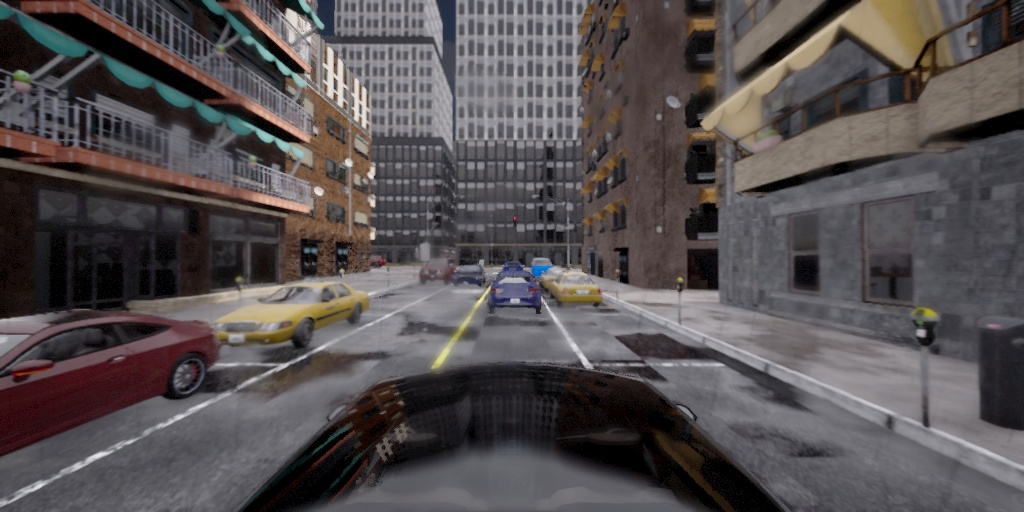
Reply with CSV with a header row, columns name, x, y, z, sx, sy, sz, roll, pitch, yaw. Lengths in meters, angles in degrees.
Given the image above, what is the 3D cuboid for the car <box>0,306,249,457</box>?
name,x,y,z,sx,sy,sz,roll,pitch,yaw
car,-5.314,1.331,3.862,1.802,1.307,4.207,0,0,0

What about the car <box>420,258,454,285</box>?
name,x,y,z,sx,sy,sz,roll,pitch,yaw
car,-5.309,1.051,26.424,2.192,1.841,5.009,0,0,0

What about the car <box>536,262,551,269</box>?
name,x,y,z,sx,sy,sz,roll,pitch,yaw
car,2.570,1.263,20.951,1.751,1.417,4.829,0,0,0

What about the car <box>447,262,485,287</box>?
name,x,y,z,sx,sy,sz,roll,pitch,yaw
car,-2.773,1.284,24.603,2.033,1.411,5.357,0,0,0

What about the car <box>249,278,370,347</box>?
name,x,y,z,sx,sy,sz,roll,pitch,yaw
car,-5.313,1.270,9.333,1.751,1.417,4.829,0,0,0

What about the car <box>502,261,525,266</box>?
name,x,y,z,sx,sy,sz,roll,pitch,yaw
car,0.110,1.212,31.745,1.882,1.535,5.008,0,0,0

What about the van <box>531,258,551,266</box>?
name,x,y,z,sx,sy,sz,roll,pitch,yaw
van,2.573,1.074,32.062,1.690,1.789,3.998,0,0,0

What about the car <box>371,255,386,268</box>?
name,x,y,z,sx,sy,sz,roll,pitch,yaw
car,-20.871,0.827,52.029,5.009,1.841,2.192,0,0,0

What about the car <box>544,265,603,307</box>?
name,x,y,z,sx,sy,sz,roll,pitch,yaw
car,2.569,1.266,15.311,1.751,1.417,4.829,0,0,0

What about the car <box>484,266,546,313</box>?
name,x,y,z,sx,sy,sz,roll,pitch,yaw
car,0.102,1.267,13.744,1.812,1.442,4.674,0,0,0
